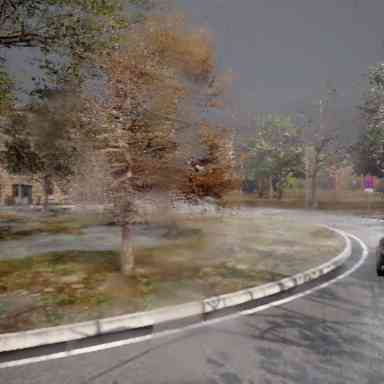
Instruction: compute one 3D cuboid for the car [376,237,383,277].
[{"bbox_3d":[6.556,1.489,9.381,1.837,1.490,4.892,2,1,38],"label":"car"}]
